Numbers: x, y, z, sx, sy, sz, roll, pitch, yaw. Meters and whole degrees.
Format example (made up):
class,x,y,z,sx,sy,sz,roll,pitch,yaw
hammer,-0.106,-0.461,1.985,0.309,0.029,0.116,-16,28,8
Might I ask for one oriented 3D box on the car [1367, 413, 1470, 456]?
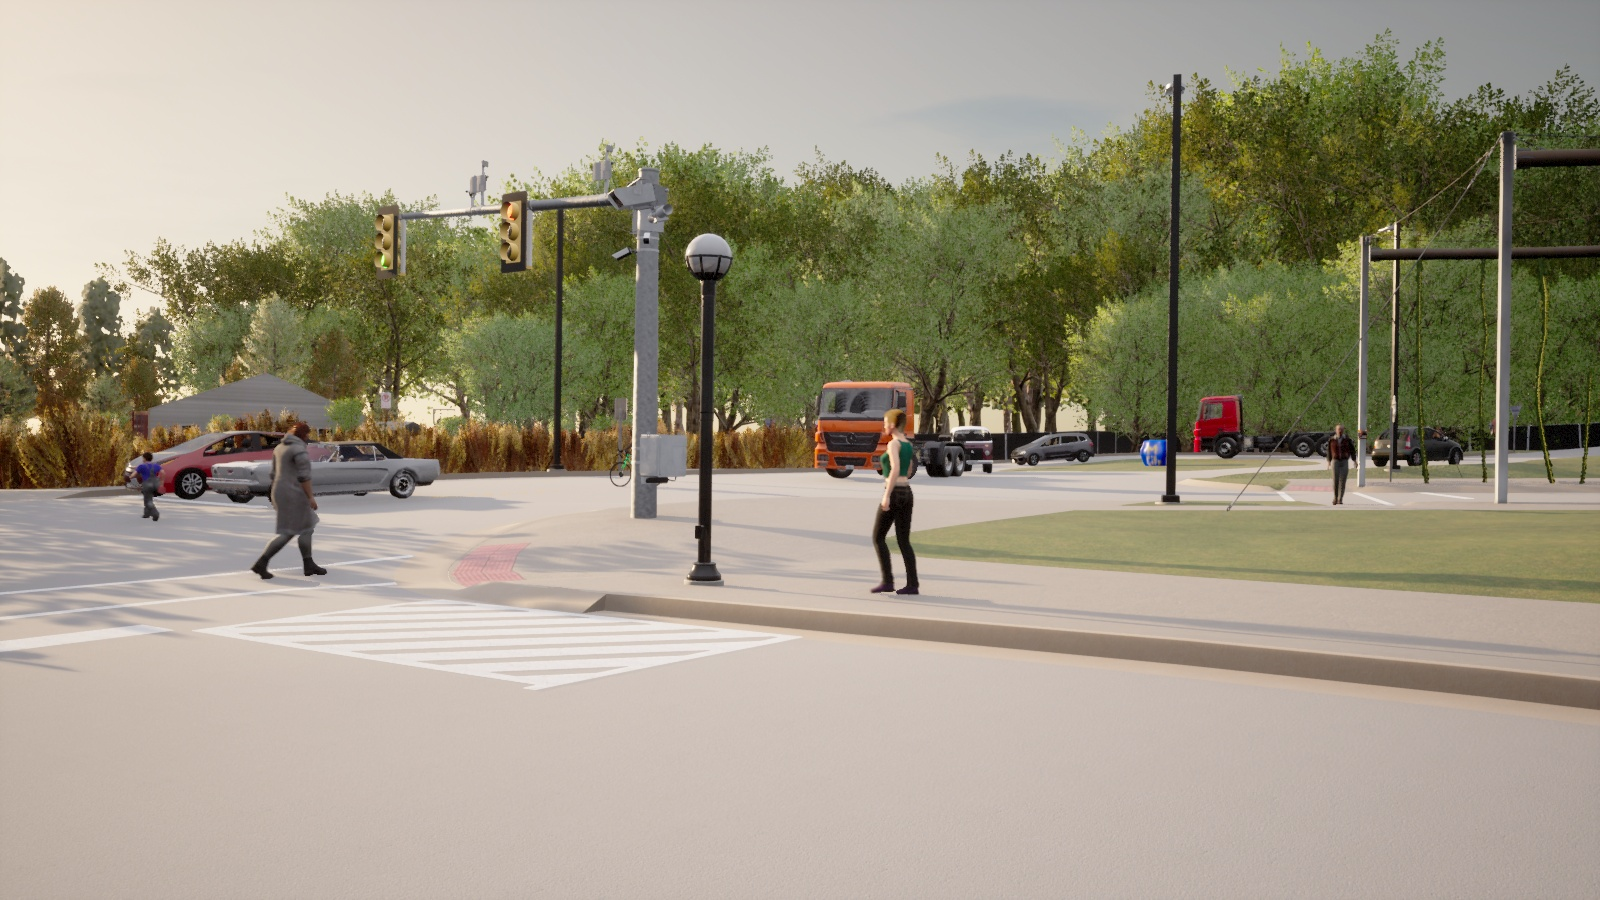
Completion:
class,x,y,z,sx,sy,sz,roll,pitch,yaw
car,24.917,-0.630,50.593,3.988,1.617,1.851,-2,1,-32

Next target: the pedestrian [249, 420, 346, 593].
class,x,y,z,sx,sy,sz,roll,pitch,yaw
pedestrian,-5.864,0.636,14.657,0.873,1.952,0.659,0,0,-41

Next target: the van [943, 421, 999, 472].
class,x,y,z,sx,sy,sz,roll,pitch,yaw
van,7.364,-0.157,54.363,2.069,2.038,4.480,-2,0,4

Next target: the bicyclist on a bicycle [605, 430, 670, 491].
class,x,y,z,sx,sy,sz,roll,pitch,yaw
bicyclist on a bicycle,-4.404,0.283,34.001,1.656,1.620,0.582,0,1,-33

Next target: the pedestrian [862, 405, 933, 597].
class,x,y,z,sx,sy,sz,roll,pitch,yaw
pedestrian,0.954,0.483,12.331,0.594,1.836,0.345,0,0,40

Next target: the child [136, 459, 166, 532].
class,x,y,z,sx,sy,sz,roll,pitch,yaw
child,-11.478,0.800,22.209,0.437,1.263,0.270,0,0,26

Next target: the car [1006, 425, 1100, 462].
class,x,y,z,sx,sy,sz,roll,pitch,yaw
car,14.184,-0.384,70.539,4.611,1.667,2.242,-5,1,-10

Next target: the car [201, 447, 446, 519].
class,x,y,z,sx,sy,sz,roll,pitch,yaw
car,-10.371,0.656,27.668,1.895,1.301,4.718,0,2,37

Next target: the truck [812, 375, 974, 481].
class,x,y,z,sx,sy,sz,roll,pitch,yaw
truck,3.540,-0.790,45.304,2.891,3.462,7.936,0,1,28

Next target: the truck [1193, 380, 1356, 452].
class,x,y,z,sx,sy,sz,roll,pitch,yaw
truck,25.446,-1.777,67.439,7.936,3.462,2.891,-2,1,23

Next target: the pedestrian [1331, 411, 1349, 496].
class,x,y,z,sx,sy,sz,roll,pitch,yaw
pedestrian,12.046,0.080,28.007,0.376,1.854,0.720,0,0,24

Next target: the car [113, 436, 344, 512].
class,x,y,z,sx,sy,sz,roll,pitch,yaw
car,-13.418,0.513,29.720,2.007,1.525,4.514,0,2,37
